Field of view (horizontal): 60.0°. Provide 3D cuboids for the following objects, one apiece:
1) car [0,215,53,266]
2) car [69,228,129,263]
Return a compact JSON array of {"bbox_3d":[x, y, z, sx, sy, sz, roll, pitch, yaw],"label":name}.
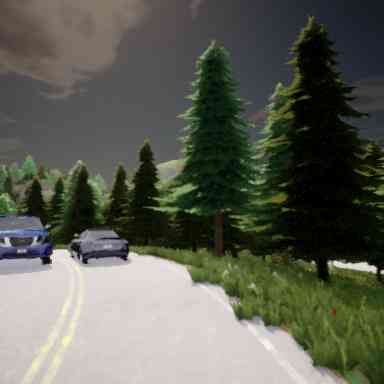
[{"bbox_3d":[-7.412,1.985,14.149,2.150,2.045,5.566,2,-6,-31],"label":"car"},{"bbox_3d":[-4.312,2.341,15.164,1.994,1.385,4.181,1,-6,-27],"label":"car"}]
